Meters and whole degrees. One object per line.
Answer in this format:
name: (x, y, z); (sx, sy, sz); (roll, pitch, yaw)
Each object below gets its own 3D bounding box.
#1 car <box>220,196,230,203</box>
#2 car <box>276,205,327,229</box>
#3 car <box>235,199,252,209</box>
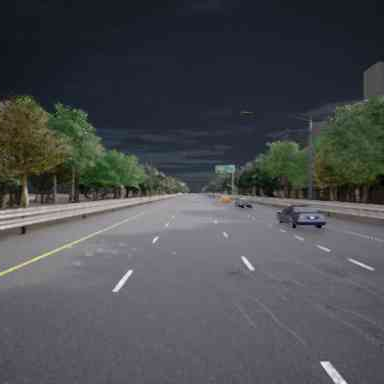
car: (7.298, 1.571, 73.259); (1.882, 1.535, 5.008); (0, 0, 0)
car: (7.027, 1.565, 21.907); (2.033, 1.411, 5.357); (0, 0, 0)
car: (7.122, 1.653, 46.678); (1.895, 1.301, 4.718); (0, 0, 0)
